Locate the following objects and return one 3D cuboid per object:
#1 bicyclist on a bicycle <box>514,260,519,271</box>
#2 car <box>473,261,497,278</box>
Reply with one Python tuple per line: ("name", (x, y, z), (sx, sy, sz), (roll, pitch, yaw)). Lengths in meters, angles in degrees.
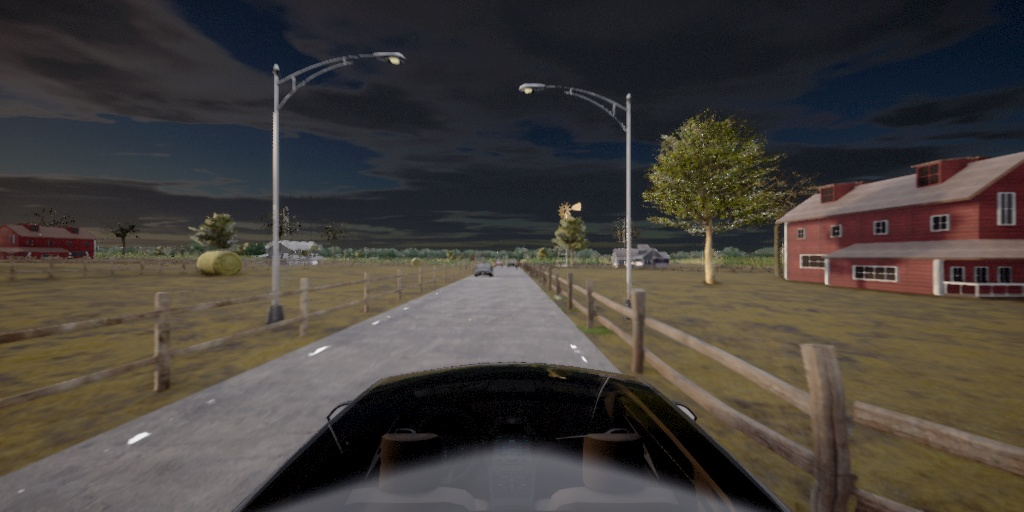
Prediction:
("bicyclist on a bicycle", (0.742, 1.480, 50.665), (0.582, 1.620, 1.656), (0, -1, 0))
("car", (-2.847, 1.439, 37.299), (1.837, 1.490, 4.892), (0, 0, 0))
